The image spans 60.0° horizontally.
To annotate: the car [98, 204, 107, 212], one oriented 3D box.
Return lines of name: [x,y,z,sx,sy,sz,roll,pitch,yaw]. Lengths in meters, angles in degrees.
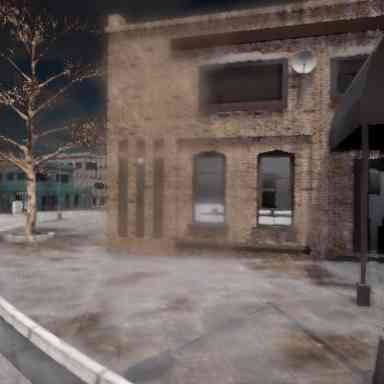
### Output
car: [-13.649,2.603,56.026,1.812,1.442,4.674,1,-1,28]
